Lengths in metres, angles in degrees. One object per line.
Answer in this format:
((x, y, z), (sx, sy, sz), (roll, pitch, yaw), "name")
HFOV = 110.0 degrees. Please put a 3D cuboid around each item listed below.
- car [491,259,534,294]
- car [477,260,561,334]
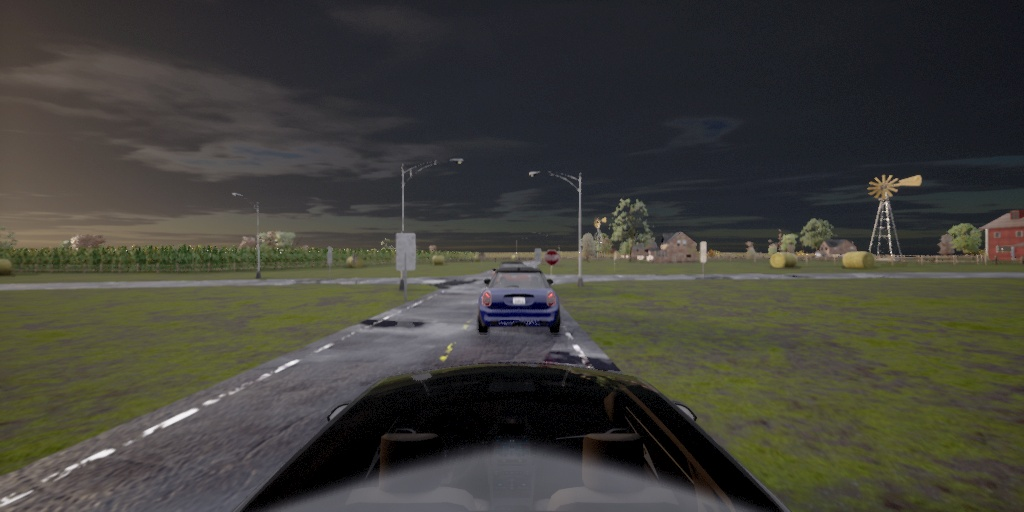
((-0.103, 1.105, 20.995), (2.097, 1.767, 4.553), (0, 0, -5), "car")
((0.194, 1.105, 10.821), (2.097, 1.767, 4.553), (0, 0, 1), "car")
